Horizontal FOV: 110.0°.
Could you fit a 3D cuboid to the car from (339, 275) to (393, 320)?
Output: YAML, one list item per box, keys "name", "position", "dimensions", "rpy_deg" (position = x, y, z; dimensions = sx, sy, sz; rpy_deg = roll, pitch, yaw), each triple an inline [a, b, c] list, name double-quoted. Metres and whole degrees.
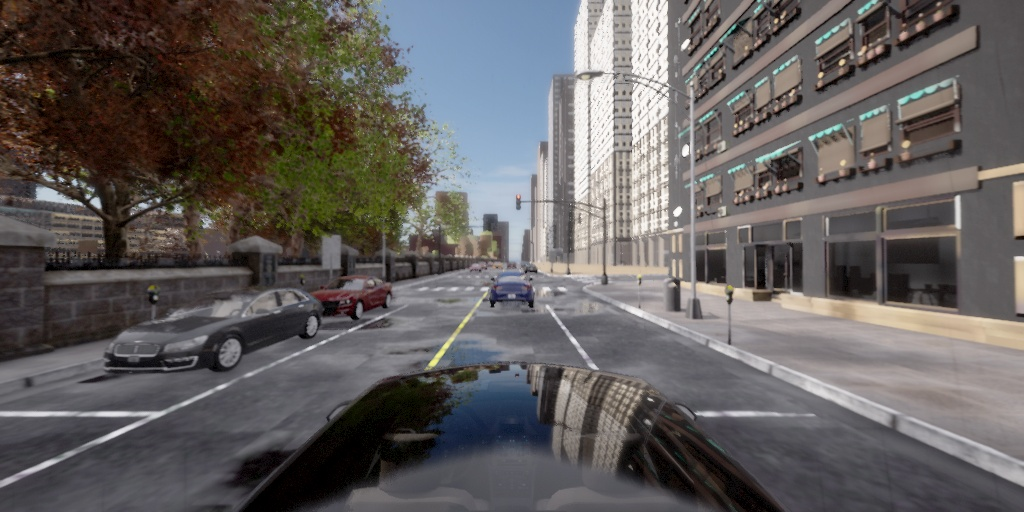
- name: "car"
  position: [-5.823, 1.405, 13.186]
  dimensions: [1.888, 1.381, 4.507]
  rpy_deg: [0, 0, 0]

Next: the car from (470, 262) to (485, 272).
- name: "car"
  position: [-5.703, 1.885, 56.734]
  dimensions: [1.802, 1.307, 4.207]
  rpy_deg: [0, 0, 0]

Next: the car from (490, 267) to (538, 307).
- name: "car"
  position: [0.003, 1.416, 16.226]
  dimensions: [1.812, 1.442, 4.674]
  rpy_deg: [0, 0, 0]

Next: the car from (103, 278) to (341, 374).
- name: "car"
  position: [-5.770, 1.357, 7.646]
  dimensions: [2.007, 1.370, 4.403]
  rpy_deg: [0, 0, 0]

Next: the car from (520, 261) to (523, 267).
- name: "car"
  position: [2.678, 1.869, 56.736]
  dimensions: [1.948, 1.339, 4.313]
  rpy_deg: [0, 0, 0]

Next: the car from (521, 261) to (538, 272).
- name: "car"
  position: [2.679, 1.810, 51.104]
  dimensions: [1.948, 1.339, 4.313]
  rpy_deg: [0, 0, 0]
